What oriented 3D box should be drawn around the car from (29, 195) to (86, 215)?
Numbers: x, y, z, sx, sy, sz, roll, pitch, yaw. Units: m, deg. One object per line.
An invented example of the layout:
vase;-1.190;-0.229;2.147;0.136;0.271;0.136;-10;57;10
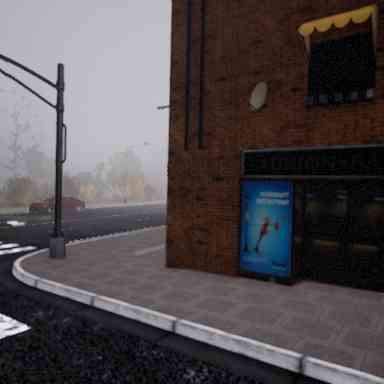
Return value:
car;-11.315;1.037;28.256;1.882;1.535;5.008;2;1;27
